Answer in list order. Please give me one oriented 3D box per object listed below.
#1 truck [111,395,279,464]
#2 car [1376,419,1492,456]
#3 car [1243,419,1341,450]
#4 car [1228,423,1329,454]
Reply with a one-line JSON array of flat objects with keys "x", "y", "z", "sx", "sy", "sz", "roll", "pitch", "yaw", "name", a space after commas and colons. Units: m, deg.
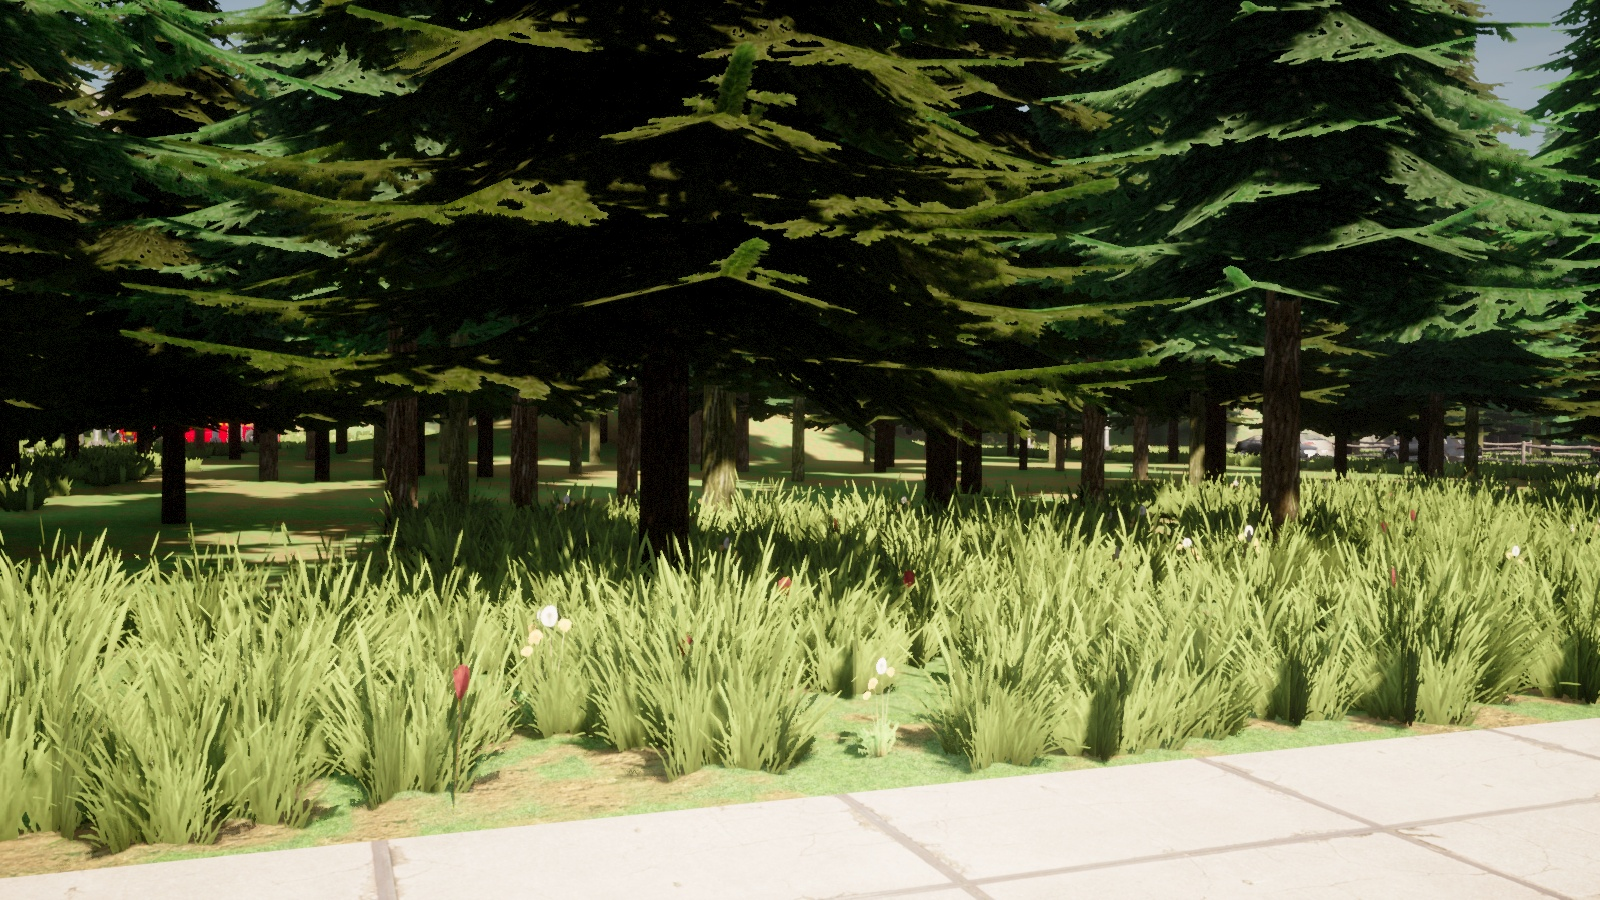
[{"x": -35.417, "y": -1.213, "z": 73.895, "sx": 2.891, "sy": 3.827, "sz": 8.468, "roll": 0, "pitch": 1, "yaw": 37, "name": "truck"}, {"x": 29.944, "y": -0.590, "z": 59.509, "sx": 2.033, "sy": 1.649, "sz": 4.856, "roll": -1, "pitch": 1, "yaw": -20, "name": "car"}, {"x": 26.747, "y": -0.852, "z": 68.436, "sx": 2.152, "sy": 1.651, "sz": 5.027, "roll": -1, "pitch": 1, "yaw": -20, "name": "car"}, {"x": 24.472, "y": -0.585, "z": 64.449, "sx": 2.128, "sy": 1.511, "sz": 4.902, "roll": -1, "pitch": 1, "yaw": -20, "name": "car"}]
